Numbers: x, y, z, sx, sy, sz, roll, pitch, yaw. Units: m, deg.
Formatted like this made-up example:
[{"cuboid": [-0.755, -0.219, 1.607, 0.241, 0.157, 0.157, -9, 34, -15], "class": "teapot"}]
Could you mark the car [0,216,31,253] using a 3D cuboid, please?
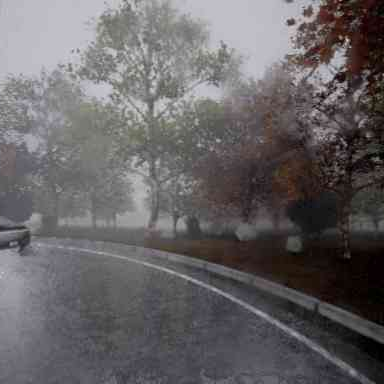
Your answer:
[{"cuboid": [-8.510, 1.692, 13.110, 4.902, 1.511, 2.128, -1, 0, 29], "class": "car"}]
